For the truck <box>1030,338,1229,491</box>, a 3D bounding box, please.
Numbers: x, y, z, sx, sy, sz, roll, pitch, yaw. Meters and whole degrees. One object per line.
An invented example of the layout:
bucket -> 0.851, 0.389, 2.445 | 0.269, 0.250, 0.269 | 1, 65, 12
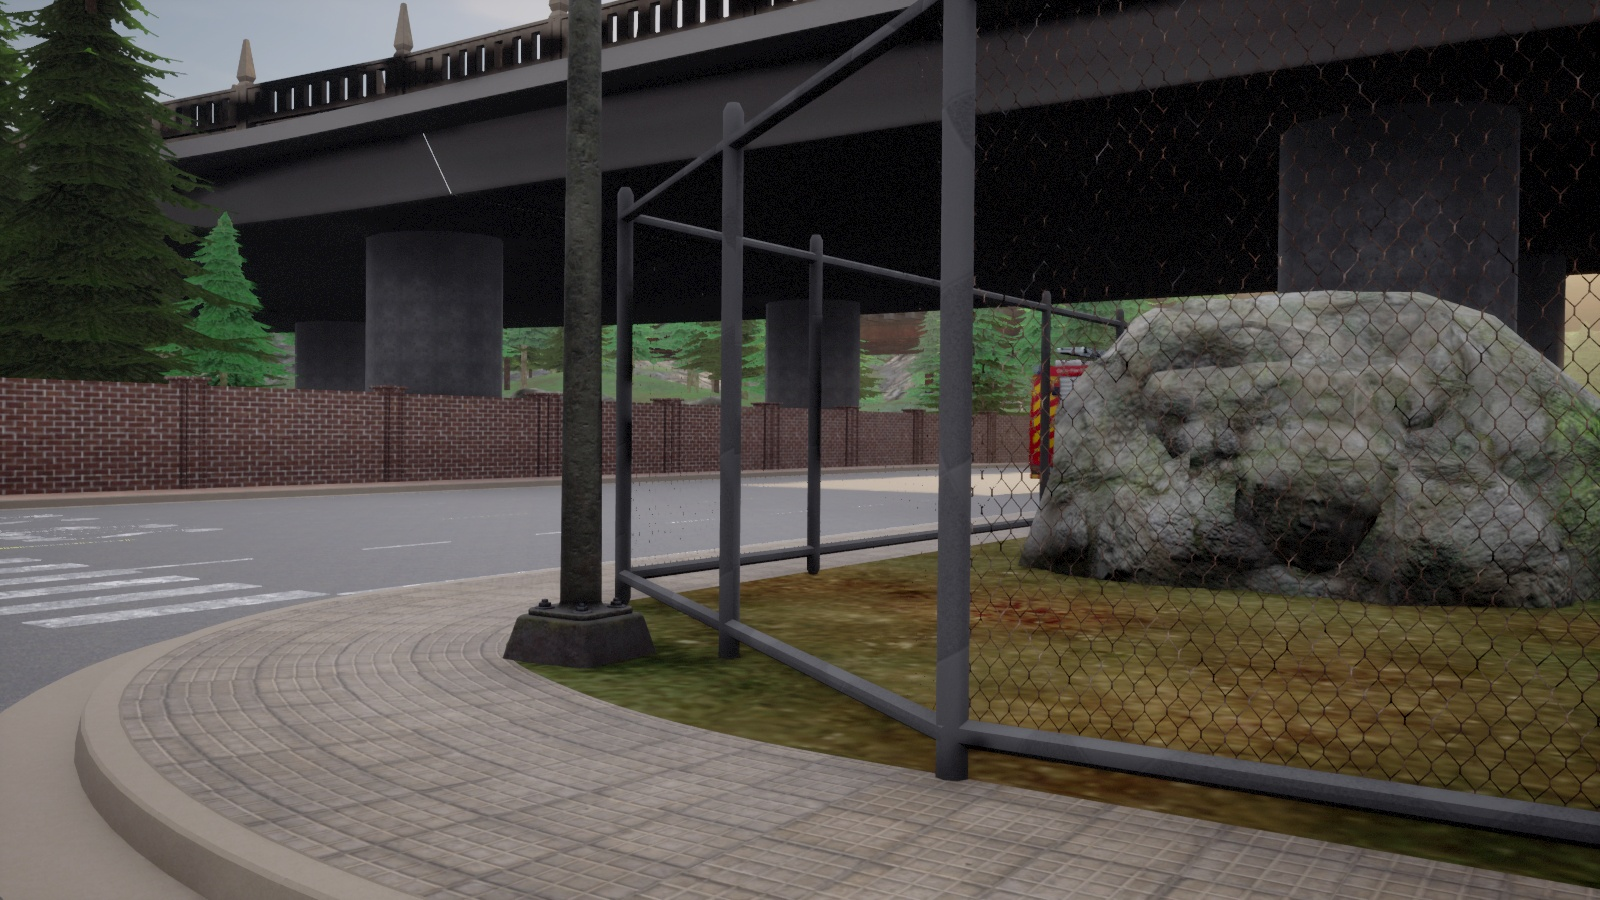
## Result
truck -> 9.620, -0.954, 35.829 | 2.891, 3.827, 8.468 | 0, 1, 33
